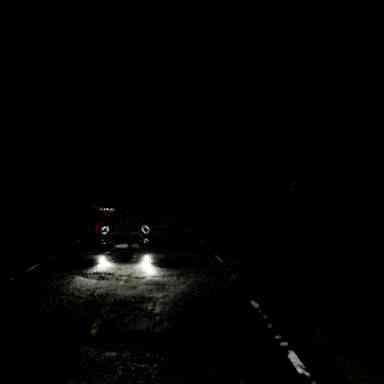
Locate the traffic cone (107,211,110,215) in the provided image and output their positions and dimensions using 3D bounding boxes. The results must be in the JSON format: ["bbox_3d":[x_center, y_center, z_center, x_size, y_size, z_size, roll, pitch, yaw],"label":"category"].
[{"bbox_3d":[-7.589,2.255,30.058,0.340,0.580,0.340,0,-1,-12],"label":"traffic cone"}]

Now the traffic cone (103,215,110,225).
[{"bbox_3d":[-6.615,2.207,25.247,0.340,0.580,0.340,0,-1,-10],"label":"traffic cone"}]

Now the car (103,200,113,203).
[{"bbox_3d":[-14.914,2.158,59.325,1.994,1.385,4.181,0,-1,-25],"label":"car"}]

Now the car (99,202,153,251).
[{"bbox_3d":[-2.848,1.501,14.963,2.097,1.767,4.553,0,-1,-7],"label":"car"}]

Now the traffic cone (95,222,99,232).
[{"bbox_3d":[-5.804,2.159,20.405,0.340,0.580,0.340,0,-1,-9],"label":"traffic cone"}]
